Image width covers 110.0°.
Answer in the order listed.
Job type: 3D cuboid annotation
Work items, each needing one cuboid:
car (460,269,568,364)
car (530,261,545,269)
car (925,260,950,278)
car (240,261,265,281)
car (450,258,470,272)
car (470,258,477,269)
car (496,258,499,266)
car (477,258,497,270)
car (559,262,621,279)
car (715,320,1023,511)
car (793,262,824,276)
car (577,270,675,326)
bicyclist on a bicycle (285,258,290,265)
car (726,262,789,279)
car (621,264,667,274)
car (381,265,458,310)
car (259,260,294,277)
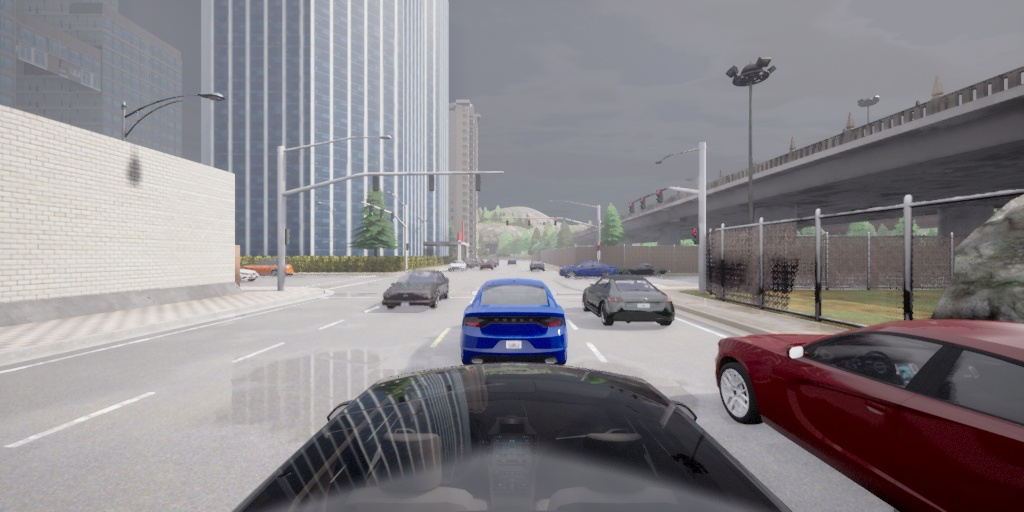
[{"bbox_3d":[0.053,1.227,8.049,1.882,1.535,5.008,0,0,1],"label":"car"},{"bbox_3d":[3.403,1.344,48.778,1.895,1.301,4.718,0,0,2],"label":"car"},{"bbox_3d":[40.547,1.021,32.003,5.566,2.045,2.150,0,0,0],"label":"car"},{"bbox_3d":[-22.634,1.328,28.218,4.674,1.442,1.812,0,0,0],"label":"car"},{"bbox_3d":[-7.086,1.269,47.270,1.812,1.442,4.674,0,0,0],"label":"car"},{"bbox_3d":[-7.078,1.094,56.136,2.097,1.767,4.553,0,0,0],"label":"car"},{"bbox_3d":[-3.566,1.343,61.058,1.895,1.301,4.718,0,0,0],"label":"car"},{"bbox_3d":[-3.579,1.344,51.894,1.895,1.301,4.718,0,0,0],"label":"car"},{"bbox_3d":[6.743,1.253,31.956,5.008,1.535,1.882,1,0,0],"label":"car"},{"bbox_3d":[3.601,1.227,2.715,1.882,1.535,5.008,0,0,0],"label":"car"},{"bbox_3d":[27.985,1.305,35.496,4.892,1.490,1.837,0,0,0],"label":"car"},{"bbox_3d":[3.576,1.313,11.709,1.994,1.385,4.181,0,0,0],"label":"car"},{"bbox_3d":[-25.296,1.101,40.175,0.582,1.620,1.656,0,0,0],"label":"bicyclist on a bicycle"},{"bbox_3d":[21.411,1.279,31.984,5.008,1.535,1.882,0,0,0],"label":"car"},{"bbox_3d":[12.614,1.402,35.468,4.718,1.301,1.895,0,0,0],"label":"car"},{"bbox_3d":[-3.772,1.294,15.079,2.033,1.411,5.357,0,0,-1],"label":"car"},{"bbox_3d":[-24.266,1.153,35.395,4.553,1.767,2.097,0,0,0],"label":"car"}]
